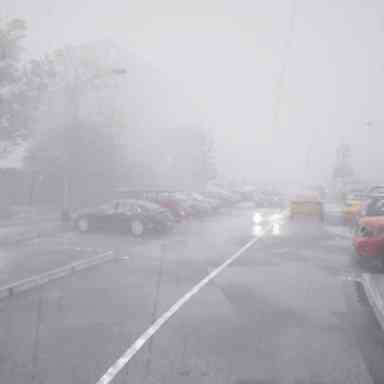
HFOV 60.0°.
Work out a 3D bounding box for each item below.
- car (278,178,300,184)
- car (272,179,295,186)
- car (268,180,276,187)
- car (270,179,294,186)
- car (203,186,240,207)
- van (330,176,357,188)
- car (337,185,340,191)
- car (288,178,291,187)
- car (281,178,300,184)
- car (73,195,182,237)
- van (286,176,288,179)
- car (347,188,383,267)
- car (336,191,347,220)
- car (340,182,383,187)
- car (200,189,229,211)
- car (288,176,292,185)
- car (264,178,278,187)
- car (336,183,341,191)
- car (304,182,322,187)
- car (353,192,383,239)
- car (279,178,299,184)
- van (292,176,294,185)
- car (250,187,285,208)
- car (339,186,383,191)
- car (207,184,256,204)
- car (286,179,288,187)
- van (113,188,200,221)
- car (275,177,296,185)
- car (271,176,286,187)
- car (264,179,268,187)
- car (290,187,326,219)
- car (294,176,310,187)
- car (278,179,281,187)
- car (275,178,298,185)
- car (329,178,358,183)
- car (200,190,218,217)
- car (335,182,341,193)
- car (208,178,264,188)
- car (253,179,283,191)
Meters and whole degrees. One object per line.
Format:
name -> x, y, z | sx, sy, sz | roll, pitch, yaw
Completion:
car -> 25.717, -2.955, 88.037 | 5.366, 1.575, 1.946 | 1, 3, 22
car -> 20.688, -2.221, 75.025 | 4.892, 1.521, 2.231 | 1, 3, 22
car -> 8.214, -0.444, 43.957 | 4.792, 1.488, 2.163 | 1, 3, 22
car -> 19.635, -2.075, 72.441 | 4.892, 1.521, 2.231 | 1, 3, 22
car -> 0.856, 0.553, 25.733 | 4.892, 1.521, 2.231 | 1, 3, 22
van -> 34.416, -2.624, 75.811 | 4.442, 1.987, 1.878 | 1, 3, 22
car -> 14.882, 0.351, 27.502 | 4.792, 1.488, 2.163 | 1, 3, 22
car -> 15.478, -1.453, 62.087 | 4.674, 1.452, 2.002 | 1, 3, 22
car -> 26.903, -3.066, 90.569 | 4.792, 1.488, 2.163 | 1, 3, 22
car -> -3.268, 1.097, 15.483 | 4.892, 1.521, 2.231 | 1, 2, 22
van -> 14.324, -1.574, 59.530 | 4.442, 1.987, 1.878 | 1, 3, 22
car -> 7.196, 1.062, 8.543 | 5.566, 2.045, 2.435 | 1, 2, 22
car -> 10.302, 0.929, 16.691 | 5.366, 1.575, 1.946 | 1, 3, 22
car -> 13.787, 0.349, 24.771 | 4.553, 1.767, 2.185 | 1, 3, 22
car -> -0.146, 0.731, 23.265 | 4.674, 1.452, 2.002 | 1, 3, 22
car -> 16.487, -1.765, 64.678 | 4.553, 1.767, 2.185 | 1, 3, 22
car -> 9.197, -0.745, 46.563 | 4.553, 1.767, 2.185 | 1, 3, 22
car -> 15.948, 0.208, 30.237 | 4.674, 1.452, 2.002 | 1, 3, 22
car -> 14.242, -0.151, 38.258 | 1.994, 1.385, 4.181 | 1, 3, 22
car -> 9.347, 0.957, 13.901 | 4.553, 1.767, 2.185 | 1, 3, 22
car -> 24.821, -2.775, 85.391 | 4.792, 1.488, 2.163 | 1, 3, 22
van -> 18.706, -2.155, 69.796 | 4.442, 1.987, 1.878 | 1, 3, 22
car -> 6.459, 0.526, 27.482 | 1.895, 1.301, 4.718 | 1, 3, 22
car -> 12.717, 0.622, 22.181 | 4.892, 1.521, 2.231 | 1, 3, 22
car -> 2.985, 0.254, 31.025 | 5.008, 1.535, 2.097 | 1, 3, 22
car -> 13.366, -1.173, 56.920 | 4.792, 1.488, 2.163 | 1, 3, 22
van -> -2.120, 0.752, 18.034 | 4.442, 1.987, 1.878 | 1, 3, 22
car -> 21.752, -2.492, 77.595 | 4.553, 1.767, 2.185 | 1, 3, 22
car -> 11.282, -1.162, 51.729 | 5.566, 2.045, 2.435 | 1, 3, 22
car -> 6.027, -0.302, 38.682 | 4.553, 1.767, 2.185 | 1, 3, 22
car -> 7.424, 0.717, 21.306 | 1.882, 1.535, 5.008 | 1, 3, 22
car -> 22.108, -2.048, 66.106 | 2.150, 2.045, 5.566 | 1, 3, 22
car -> 10.242, -0.736, 49.158 | 4.792, 1.488, 2.163 | 1, 3, 22
car -> 23.634, -2.664, 82.861 | 5.366, 1.575, 1.946 | 1, 3, 22
car -> 35.374, -2.796, 78.429 | 5.566, 2.045, 2.435 | 1, 3, 22
car -> -1.191, 0.838, 20.680 | 4.892, 1.521, 2.231 | 1, 3, 22
car -> 17.090, 0.048, 33.075 | 4.674, 1.452, 2.002 | 1, 3, 22
car -> 4.045, -0.142, 33.592 | 5.566, 2.045, 2.435 | 1, 3, 22
car -> 12.379, -1.182, 54.304 | 4.553, 1.767, 2.185 | 1, 3, 22
